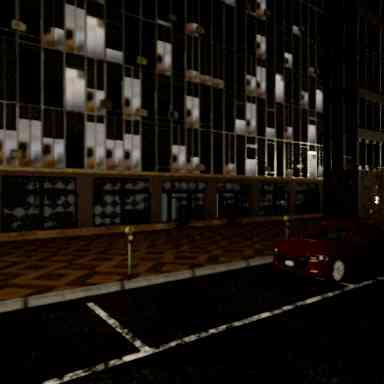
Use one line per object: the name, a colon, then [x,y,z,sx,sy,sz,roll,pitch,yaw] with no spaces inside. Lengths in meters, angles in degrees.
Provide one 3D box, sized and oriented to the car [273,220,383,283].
car: [4.264,1.524,9.602,4.507,1.381,1.887,0,0,-36]
